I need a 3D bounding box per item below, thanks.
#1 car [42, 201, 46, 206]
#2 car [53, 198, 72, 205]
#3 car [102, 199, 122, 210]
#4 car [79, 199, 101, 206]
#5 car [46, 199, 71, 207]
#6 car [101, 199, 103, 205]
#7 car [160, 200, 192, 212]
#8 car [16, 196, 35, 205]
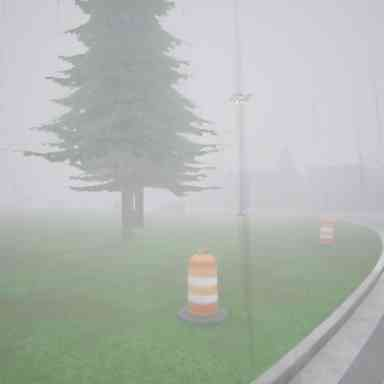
[{"bbox_3d":[-30.686,2.221,72.234,5.008,1.535,1.882,-1,-1,38],"label":"car"},{"bbox_3d":[-31.912,2.358,82.106,4.902,1.511,2.128,-1,-1,38],"label":"car"},{"bbox_3d":[-11.482,1.994,52.809,4.902,1.511,2.128,0,-1,38],"label":"car"},{"bbox_3d":[-21.755,2.211,69.660,4.674,1.442,1.812,-1,-1,38],"label":"car"},{"bbox_3d":[-25.068,2.138,63.468,4.902,1.511,2.128,-1,-1,38],"label":"car"},{"bbox_3d":[-19.220,2.198,72.119,4.892,1.490,1.837,-1,-1,38],"label":"car"},{"bbox_3d":[-2.258,1.894,45.537,4.902,1.511,2.128,-1,-1,38],"label":"car"},{"bbox_3d":[-40.148,2.069,79.681,5.566,2.045,2.150,-1,-1,38],"label":"car"}]
